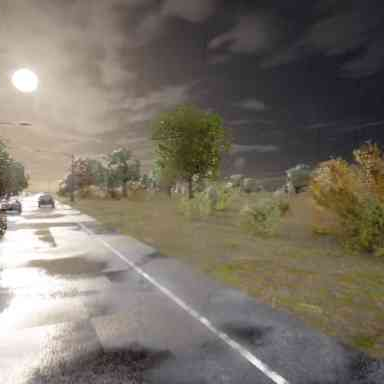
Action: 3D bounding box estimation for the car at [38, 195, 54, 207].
[{"bbox_3d":[-21.234,1.253,48.440,2.097,1.767,4.553,0,0,-25],"label":"car"}]

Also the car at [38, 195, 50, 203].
[{"bbox_3d":[-29.858,1.407,66.970,2.033,1.411,5.357,0,0,-25],"label":"car"}]

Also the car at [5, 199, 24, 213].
[{"bbox_3d":[-19.152,1.481,35.536,2.033,1.411,5.357,0,0,-25],"label":"car"}]

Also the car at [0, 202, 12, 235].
[{"bbox_3d":[-11.009,1.494,17.821,1.812,1.442,4.674,0,0,-25],"label":"car"}]
